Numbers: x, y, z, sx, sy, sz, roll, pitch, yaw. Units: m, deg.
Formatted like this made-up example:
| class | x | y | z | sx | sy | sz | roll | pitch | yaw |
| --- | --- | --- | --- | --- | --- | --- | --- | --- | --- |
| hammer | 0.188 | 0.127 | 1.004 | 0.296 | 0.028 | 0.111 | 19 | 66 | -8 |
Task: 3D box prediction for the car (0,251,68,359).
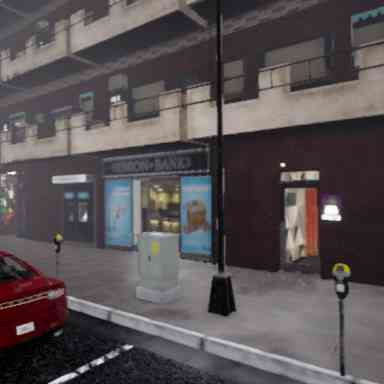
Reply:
| class | x | y | z | sx | sy | sz | roll | pitch | yaw |
| --- | --- | --- | --- | --- | --- | --- | --- | --- | --- |
| car | -3.933 | 1.627 | 5.522 | 4.507 | 1.381 | 1.887 | -1 | 0 | 35 |
